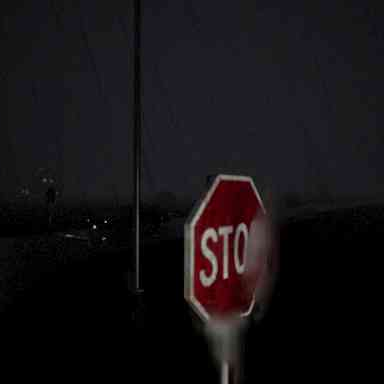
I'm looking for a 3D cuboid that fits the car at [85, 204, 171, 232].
[{"bbox_3d":[-3.451,1.392,19.291,2.033,1.411,5.357,1,1,36],"label":"car"}]

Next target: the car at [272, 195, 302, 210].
[{"bbox_3d":[10.785,1.120,37.426,2.128,1.511,4.902,1,1,40],"label":"car"}]
